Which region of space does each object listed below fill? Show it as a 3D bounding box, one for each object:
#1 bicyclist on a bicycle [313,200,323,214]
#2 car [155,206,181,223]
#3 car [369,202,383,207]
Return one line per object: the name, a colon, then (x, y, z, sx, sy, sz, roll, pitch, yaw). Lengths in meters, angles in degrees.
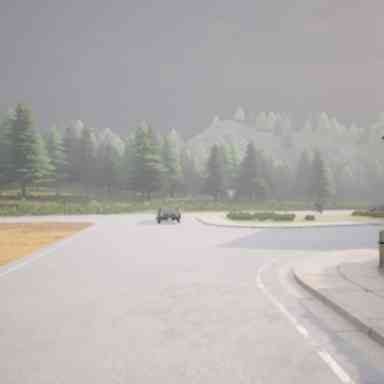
bicyclist on a bicycle: (15.171, 1.847, 40.180, 0.582, 1.620, 1.656, 0, -1, -22)
car: (-2.145, 1.896, 28.596, 1.895, 1.301, 4.718, 0, -1, -9)
car: (26.311, 2.081, 45.842, 4.193, 1.474, 1.816, 0, -7, -24)
